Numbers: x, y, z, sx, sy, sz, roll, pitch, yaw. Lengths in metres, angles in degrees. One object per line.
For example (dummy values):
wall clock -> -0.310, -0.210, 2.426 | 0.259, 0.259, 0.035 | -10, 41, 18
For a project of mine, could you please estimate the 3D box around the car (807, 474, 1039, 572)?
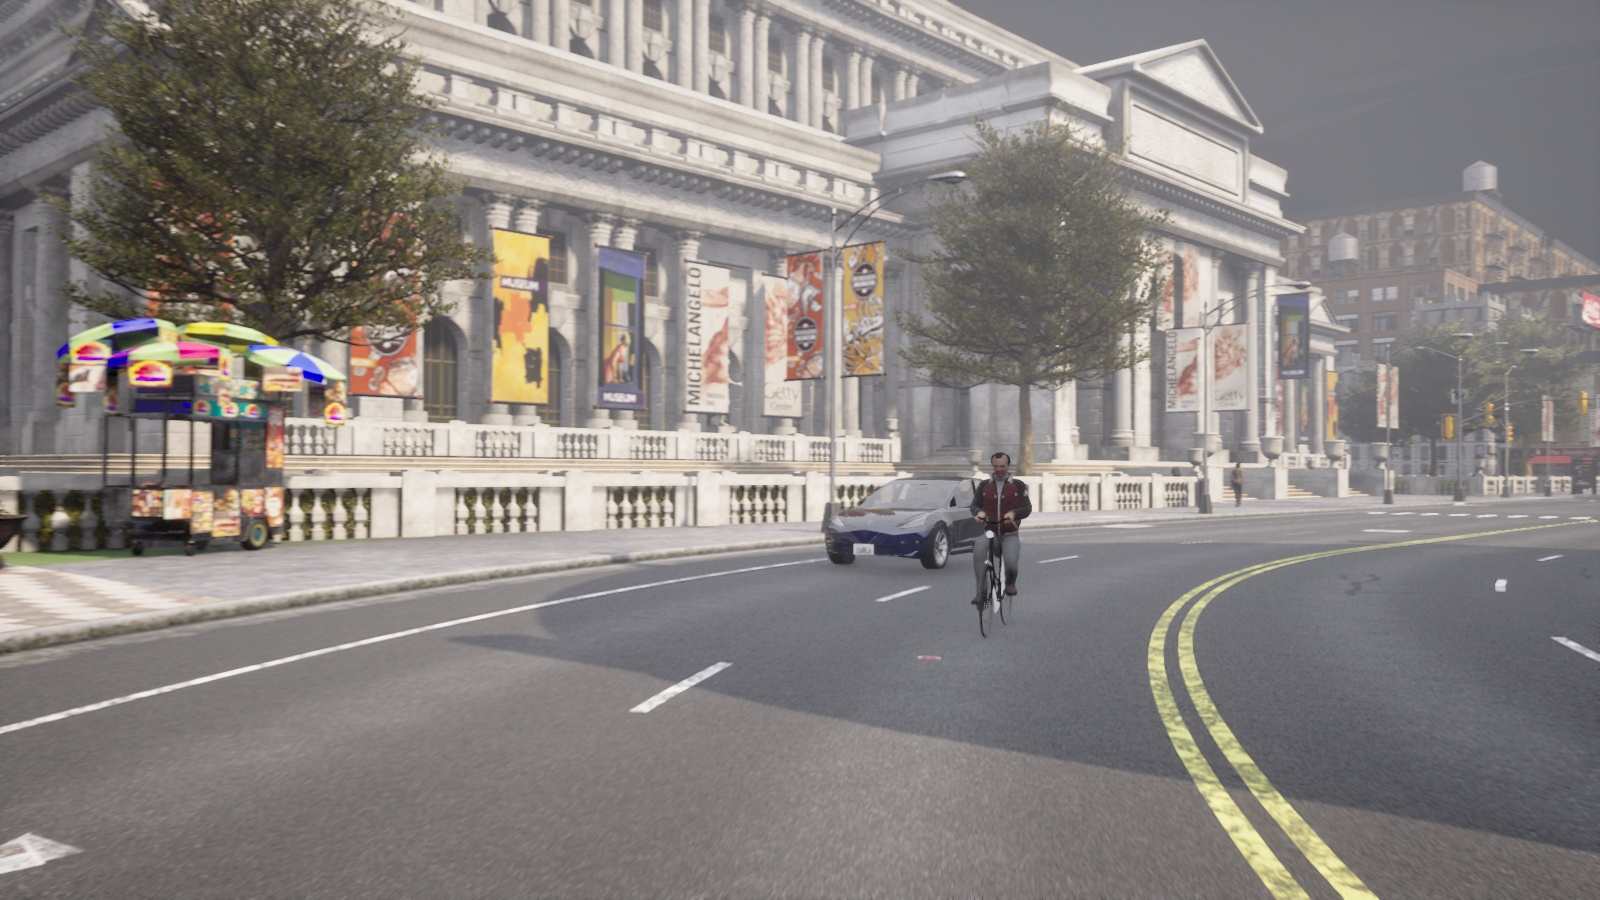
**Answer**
car -> 2.279, 1.175, 21.905 | 2.163, 1.488, 4.792 | -1, -1, 31

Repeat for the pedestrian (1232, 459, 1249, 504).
pedestrian -> 18.067, 1.283, 51.507 | 0.328, 1.805, 0.869 | -1, -1, 43

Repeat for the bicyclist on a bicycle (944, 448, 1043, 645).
bicyclist on a bicycle -> 1.930, 0.886, 12.298 | 0.659, 1.776, 1.843 | 0, -1, 18
